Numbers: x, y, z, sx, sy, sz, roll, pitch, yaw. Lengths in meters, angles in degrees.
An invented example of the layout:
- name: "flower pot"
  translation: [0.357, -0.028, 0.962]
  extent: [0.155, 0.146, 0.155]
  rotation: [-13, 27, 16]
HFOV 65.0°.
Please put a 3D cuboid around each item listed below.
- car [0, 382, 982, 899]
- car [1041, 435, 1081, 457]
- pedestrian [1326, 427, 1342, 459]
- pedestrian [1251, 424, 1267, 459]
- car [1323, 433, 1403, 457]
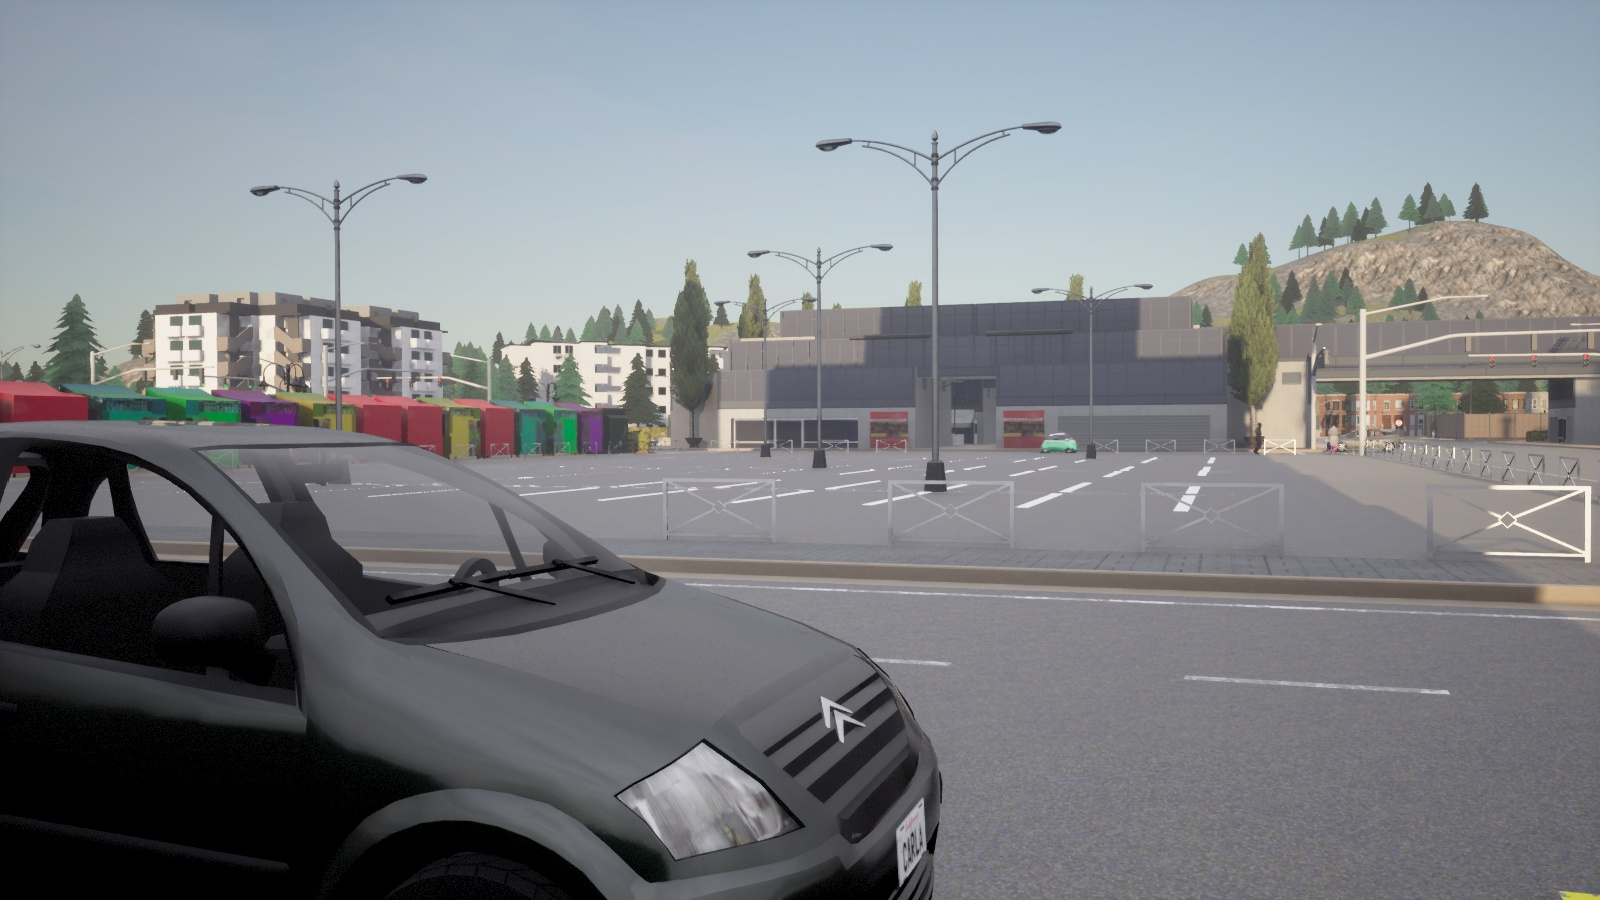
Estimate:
- name: "car"
  translation: [-1.613, 0.659, 3.733]
  extent: [3.988, 1.617, 1.851]
  rotation: [1, 1, 19]
- name: "car"
  translation: [16.147, -0.246, 77.686]
  extent: [2.207, 1.376, 1.481]
  rotation: [0, 1, 20]
- name: "pedestrian"
  translation: [32.254, -0.434, 75.906]
  extent: [0.659, 1.952, 0.873]
  rotation: [0, 1, 8]
- name: "pedestrian"
  translation: [25.542, -0.483, 69.916]
  extent: [0.788, 1.949, 0.423]
  rotation: [1, 1, 21]
- name: "car"
  translation: [36.508, -0.340, 81.560]
  extent: [4.514, 1.525, 2.007]
  rotation: [1, 1, 19]
